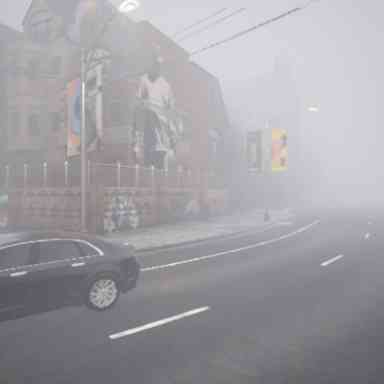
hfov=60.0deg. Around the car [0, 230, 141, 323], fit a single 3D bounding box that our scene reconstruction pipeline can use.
[{"bbox_3d":[-3.314,1.531,6.109,4.892,1.490,1.837,0,0,-39],"label":"car"}]
